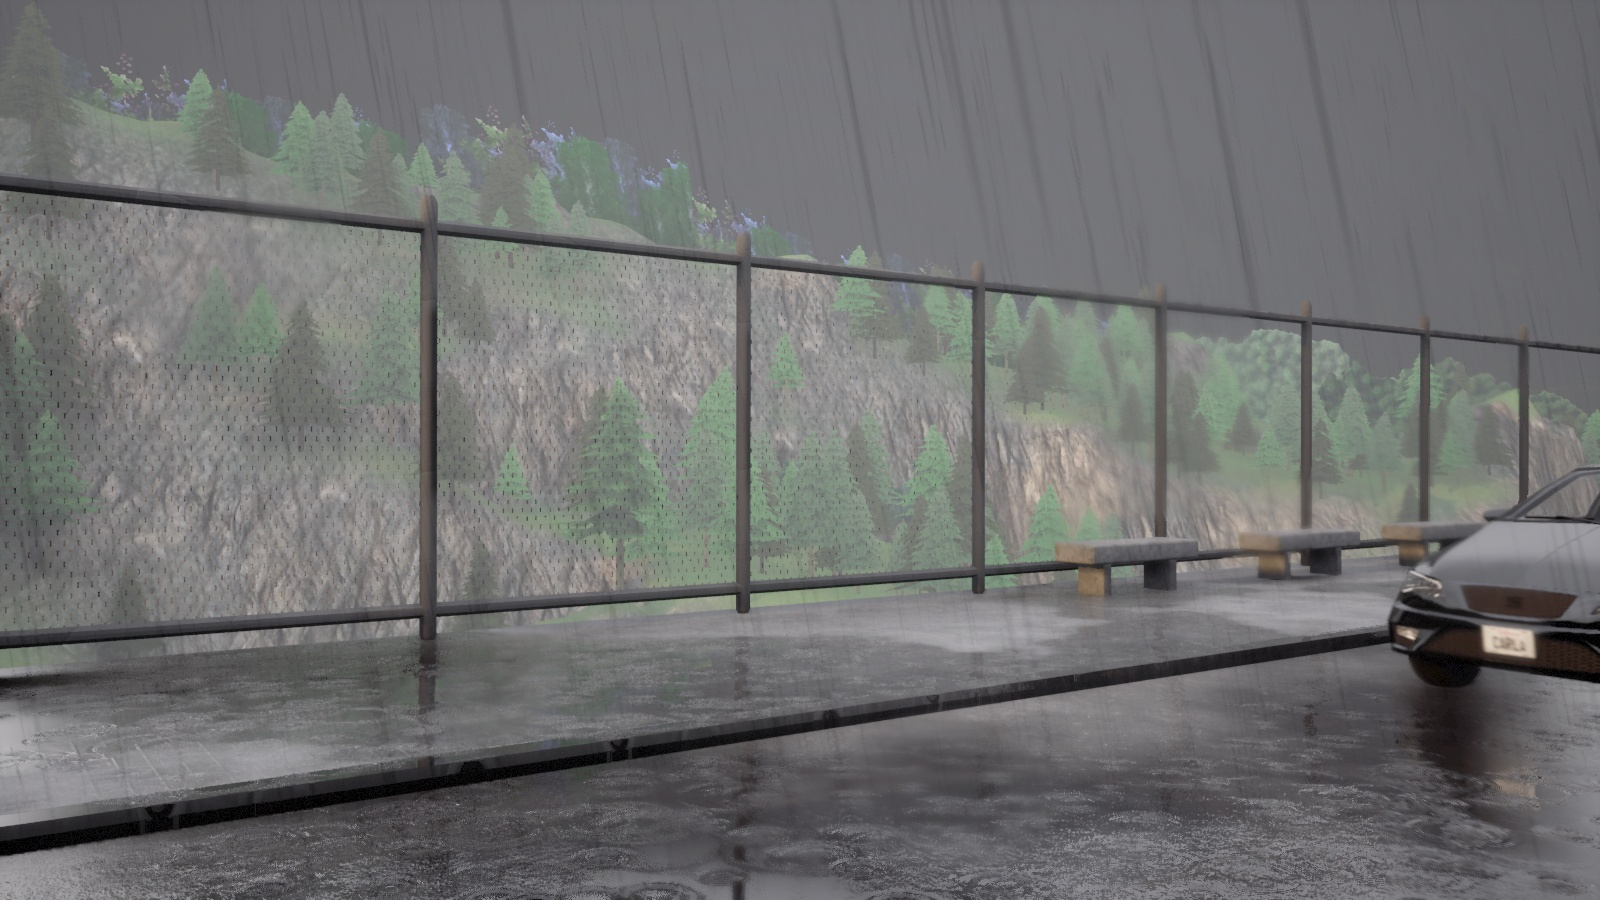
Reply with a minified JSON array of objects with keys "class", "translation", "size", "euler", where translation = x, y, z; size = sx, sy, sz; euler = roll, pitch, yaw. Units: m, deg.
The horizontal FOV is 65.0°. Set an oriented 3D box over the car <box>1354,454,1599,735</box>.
[{"class":"car","translation":[5.661,0.767,8.210],"size":[4.193,1.474,1.816],"euler":[0,0,-35]}]
